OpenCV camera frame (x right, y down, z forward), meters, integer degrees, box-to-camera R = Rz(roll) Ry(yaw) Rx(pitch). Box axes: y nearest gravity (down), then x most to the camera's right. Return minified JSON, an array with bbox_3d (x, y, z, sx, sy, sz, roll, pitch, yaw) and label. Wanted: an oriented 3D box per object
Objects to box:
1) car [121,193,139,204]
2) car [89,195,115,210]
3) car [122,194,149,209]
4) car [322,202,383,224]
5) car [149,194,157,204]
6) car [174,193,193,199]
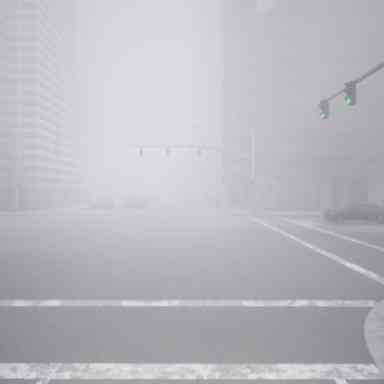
[{"bbox_3d":[-10.551,1.127,56.817,2.097,1.767,4.553,0,0,0],"label":"car"},{"bbox_3d":[-10.586,1.390,39.657,2.033,1.411,5.357,0,0,0],"label":"car"},{"bbox_3d":[-7.079,1.185,42.044,2.097,1.767,4.553,0,0,0],"label":"car"},{"bbox_3d":[11.656,1.433,23.509,4.674,1.442,1.812,0,0,1],"label":"car"},{"bbox_3d":[-7.055,1.132,55.687,2.097,1.767,4.553,0,0,0],"label":"car"},{"bbox_3d":[-2.132,1.115,83.537,4.892,1.490,1.837,0,0,0],"label":"car"}]
